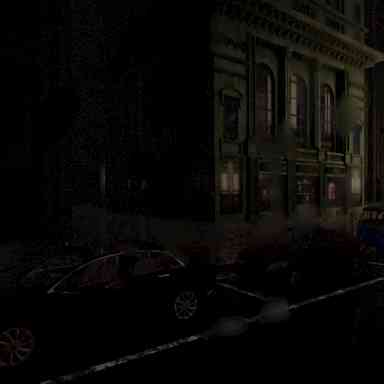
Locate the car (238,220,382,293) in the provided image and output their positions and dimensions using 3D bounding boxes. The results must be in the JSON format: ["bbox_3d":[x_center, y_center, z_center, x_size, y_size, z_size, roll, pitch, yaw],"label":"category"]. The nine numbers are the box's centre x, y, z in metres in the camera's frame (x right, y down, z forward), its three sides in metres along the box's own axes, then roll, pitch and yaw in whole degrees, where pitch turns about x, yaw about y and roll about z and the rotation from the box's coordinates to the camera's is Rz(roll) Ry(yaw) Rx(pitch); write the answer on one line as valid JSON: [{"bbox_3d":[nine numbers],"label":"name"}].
[{"bbox_3d":[2.995,1.582,8.803,4.206,1.307,1.802,0,0,-36],"label":"car"}]

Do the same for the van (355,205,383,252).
[{"bbox_3d":[7.578,1.342,12.084,3.998,1.788,1.690,0,0,-36],"label":"van"}]

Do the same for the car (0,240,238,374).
[{"bbox_3d":[-1.590,1.551,5.522,4.403,1.369,2.008,0,0,-36],"label":"car"}]
